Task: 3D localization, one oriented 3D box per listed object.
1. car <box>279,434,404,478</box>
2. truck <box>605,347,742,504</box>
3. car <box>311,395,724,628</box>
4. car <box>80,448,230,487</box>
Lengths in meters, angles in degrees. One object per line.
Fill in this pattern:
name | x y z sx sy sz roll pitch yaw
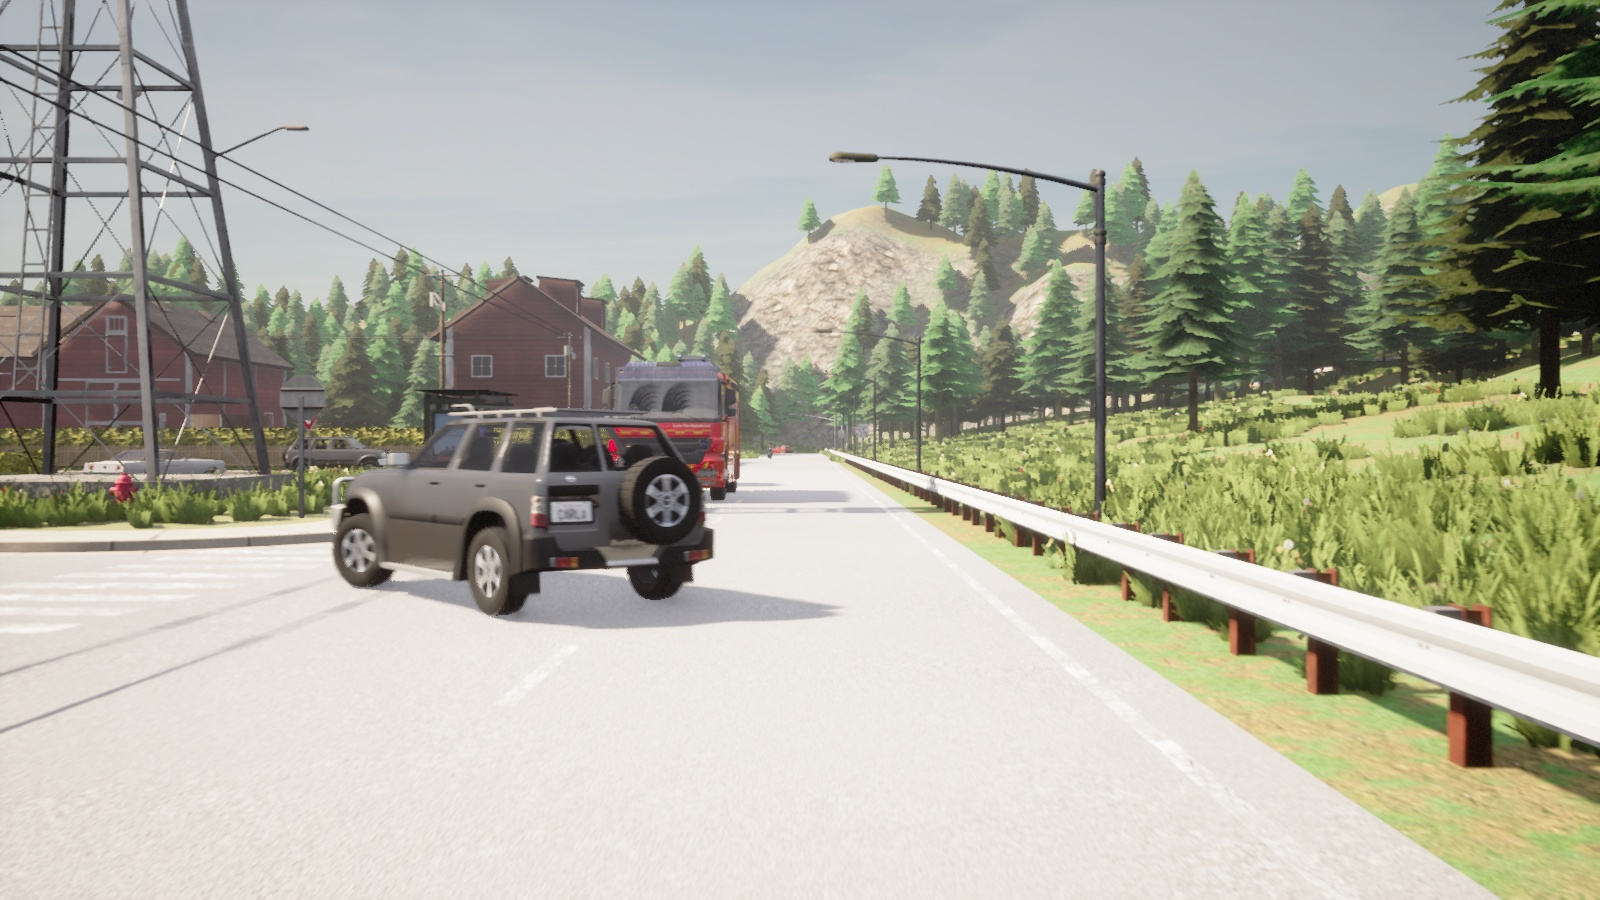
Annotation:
car | -19.542 0.249 53.638 4.605 1.855 1.932 0 0 0
truck | -3.286 -0.615 34.885 2.891 3.827 8.468 0 0 0
car | -2.952 0.492 12.338 1.932 1.855 4.605 1 0 -42
car | -22.699 0.582 44.411 1.895 1.301 4.718 0 0 18
